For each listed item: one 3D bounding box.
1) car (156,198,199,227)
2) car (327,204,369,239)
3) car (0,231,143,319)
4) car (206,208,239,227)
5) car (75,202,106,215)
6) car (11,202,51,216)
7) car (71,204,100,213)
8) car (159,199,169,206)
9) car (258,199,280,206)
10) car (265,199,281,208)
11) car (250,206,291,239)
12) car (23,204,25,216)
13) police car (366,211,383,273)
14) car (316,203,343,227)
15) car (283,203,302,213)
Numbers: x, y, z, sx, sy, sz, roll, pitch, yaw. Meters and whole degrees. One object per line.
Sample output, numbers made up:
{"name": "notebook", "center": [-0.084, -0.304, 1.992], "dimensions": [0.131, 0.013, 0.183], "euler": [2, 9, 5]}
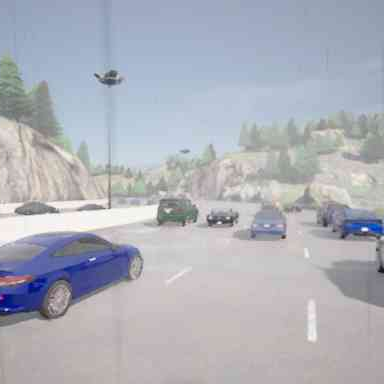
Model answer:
{"name": "car", "center": [-1.018, 1.500, 25.857], "dimensions": [2.150, 2.045, 5.566], "euler": [0, -1, 14]}
{"name": "car", "center": [8.930, 1.656, 18.313], "dimensions": [1.882, 1.535, 5.008], "euler": [0, -1, 15]}
{"name": "car", "center": [-2.841, 1.614, 7.591], "dimensions": [1.812, 1.442, 4.674], "euler": [0, -1, 19]}
{"name": "car", "center": [2.457, 1.867, 25.324], "dimensions": [1.895, 1.301, 4.718], "euler": [0, -1, 14]}
{"name": "car", "center": [-12.360, 2.027, 40.964], "dimensions": [1.994, 1.385, 4.181], "euler": [0, -1, 10]}
{"name": "car", "center": [-19.526, 1.979, 40.613], "dimensions": [1.837, 1.490, 4.892], "euler": [0, -1, 10]}
{"name": "car", "center": [-10.310, 1.940, 33.218], "dimensions": [1.994, 1.385, 4.181], "euler": [0, -1, 12]}
{"name": "car", "center": [-6.243, 2.338, 75.064], "dimensions": [1.812, 1.442, 4.674], "euler": [0, -1, -1]}
{"name": "car", "center": [8.290, 1.861, 36.117], "dimensions": [2.128, 1.511, 4.902], "euler": [0, -1, 10]}
{"name": "car", "center": [14.832, 2.100, 61.122], "dimensions": [1.882, 1.535, 5.008], "euler": [0, -1, 1]}
{"name": "car", "center": [4.394, 1.741, 18.862], "dimensions": [2.033, 1.411, 5.357], "euler": [0, -1, 16]}
{"name": "car", "center": [-16.728, 1.990, 36.696], "dimensions": [1.994, 1.385, 4.181], "euler": [0, -1, 11]}
{"name": "police car", "center": [5.789, 1.500, 7.956], "dimensions": [1.930, 1.638, 5.238], "euler": [0, -1, 18]}
{"name": "car", "center": [10.547, 1.594, 24.641], "dimensions": [2.097, 1.767, 4.553], "euler": [0, -1, 13]}
{"name": "car", "center": [13.179, 2.043, 43.906], "dimensions": [1.895, 1.301, 4.718], "euler": [0, -1, 7]}
